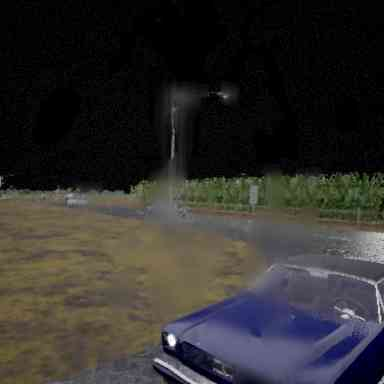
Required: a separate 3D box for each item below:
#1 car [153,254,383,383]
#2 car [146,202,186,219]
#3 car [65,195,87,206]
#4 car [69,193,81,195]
[{"bbox_3d":[1.772,1.652,4.524,1.895,1.301,4.718,0,-1,43],"label":"car"},{"bbox_3d":[-2.224,1.505,27.814,1.994,1.385,4.181,2,-1,-34],"label":"car"},{"bbox_3d":[-17.335,1.480,50.145,1.895,1.301,4.718,2,-1,-34],"label":"car"},{"bbox_3d":[-23.042,1.274,65.008,2.150,2.045,5.566,2,-2,-34],"label":"car"}]
